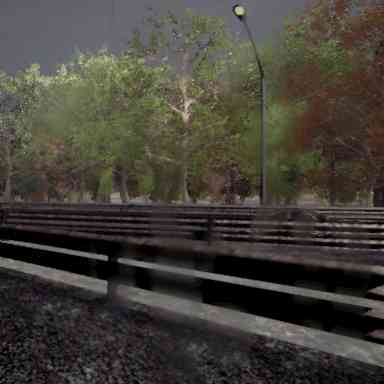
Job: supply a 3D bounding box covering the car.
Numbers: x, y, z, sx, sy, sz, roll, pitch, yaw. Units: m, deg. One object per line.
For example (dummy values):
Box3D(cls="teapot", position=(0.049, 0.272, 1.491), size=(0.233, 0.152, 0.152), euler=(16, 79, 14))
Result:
Box3D(cls="car", position=(4.526, 1.583, 16.169), size=(4.892, 1.490, 1.837), euler=(0, 0, 21))
